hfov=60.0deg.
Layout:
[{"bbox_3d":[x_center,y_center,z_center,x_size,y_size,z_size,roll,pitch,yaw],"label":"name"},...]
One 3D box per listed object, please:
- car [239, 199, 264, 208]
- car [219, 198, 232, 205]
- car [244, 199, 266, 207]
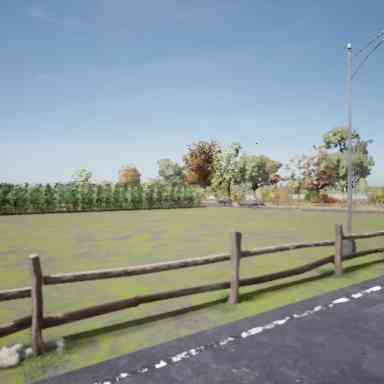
[{"bbox_3d":[10.281,2.014,58.186,2.033,1.411,5.357,-1,0,-26],"label":"car"},{"bbox_3d":[7.548,2.105,75.609,2.128,1.511,4.902,-1,0,-16],"label":"car"},{"bbox_3d":[11.677,1.996,61.878,1.812,1.442,4.674,-1,0,-21],"label":"car"}]
